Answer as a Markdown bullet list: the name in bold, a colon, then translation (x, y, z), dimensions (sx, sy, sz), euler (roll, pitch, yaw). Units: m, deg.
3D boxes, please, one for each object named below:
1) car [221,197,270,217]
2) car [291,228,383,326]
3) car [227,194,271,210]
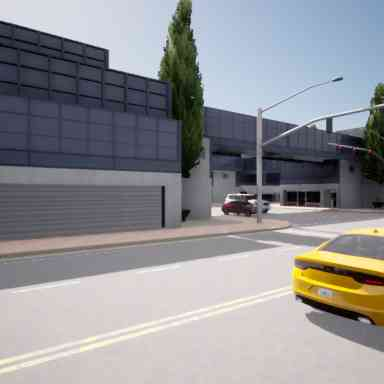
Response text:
- **car**: translation (4.765, 1.526, 31.826), dimensions (1.812, 1.442, 4.674), euler (0, 0, -37)
- **car**: translation (4.168, 1.478, 6.815), dimensions (5.008, 1.535, 1.882), euler (0, 0, -36)
- **car**: translation (5.938, 1.222, 36.091), dimensions (2.150, 2.045, 5.566), euler (0, 0, -37)
